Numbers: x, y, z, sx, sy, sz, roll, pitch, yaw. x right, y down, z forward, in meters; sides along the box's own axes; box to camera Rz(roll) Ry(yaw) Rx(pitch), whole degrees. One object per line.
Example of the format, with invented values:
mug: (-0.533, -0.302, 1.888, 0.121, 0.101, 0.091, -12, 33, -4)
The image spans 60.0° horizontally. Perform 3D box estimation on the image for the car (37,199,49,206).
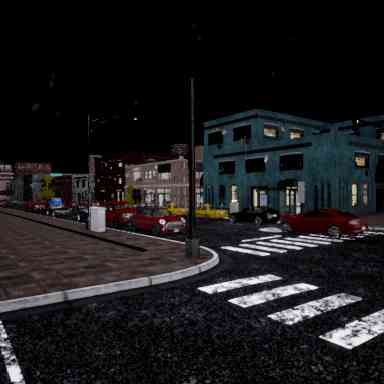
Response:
car: (-35.829, 2.495, 79.898, 1.752, 1.417, 4.829, -1, 0, -37)

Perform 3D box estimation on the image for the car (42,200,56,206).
car: (-32.362, 2.444, 75.218, 1.887, 1.381, 4.507, -1, 0, -37)

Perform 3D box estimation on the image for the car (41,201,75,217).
car: (-15.530, 2.053, 38.472, 2.008, 1.369, 4.403, -1, 0, -37)

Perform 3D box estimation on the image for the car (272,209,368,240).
car: (6.910, 1.621, 17.871, 1.812, 1.442, 4.674, -1, 0, -37)

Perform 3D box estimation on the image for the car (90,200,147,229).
car: (-5.438, 1.616, 24.843, 2.192, 1.841, 5.009, -1, 0, -37)

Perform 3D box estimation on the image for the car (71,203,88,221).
car: (-8.798, 1.919, 29.387, 2.008, 1.369, 4.403, -1, 0, -37)

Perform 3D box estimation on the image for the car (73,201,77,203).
car: (-22.266, 2.279, 61.589, 1.802, 1.307, 4.206, -1, 0, -37)

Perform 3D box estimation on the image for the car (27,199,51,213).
car: (-22.266, 1.952, 47.558, 2.192, 1.841, 5.009, -1, 0, -37)

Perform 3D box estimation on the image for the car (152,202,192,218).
car: (-2.176, 1.821, 34.468, 1.752, 1.417, 4.829, -1, 0, -37)

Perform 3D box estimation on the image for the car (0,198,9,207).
car: (-42.492, 2.357, 74.790, 2.192, 1.841, 5.009, -1, 0, -37)

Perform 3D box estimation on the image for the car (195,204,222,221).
car: (1.190, 1.753, 29.926, 1.752, 1.417, 4.829, -1, 0, -37)

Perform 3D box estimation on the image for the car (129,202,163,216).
car: (-5.439, 1.911, 38.875, 2.008, 1.369, 4.403, -1, 0, -37)

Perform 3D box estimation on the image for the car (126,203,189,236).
car: (-2.069, 1.673, 20.301, 1.967, 1.590, 4.097, -1, 0, -37)

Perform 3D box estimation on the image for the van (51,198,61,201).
van: (-29.002, 2.173, 70.675, 1.690, 1.788, 3.998, -1, 0, -37)

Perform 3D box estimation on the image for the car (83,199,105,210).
car: (-15.539, 2.003, 52.503, 1.967, 1.590, 4.097, -1, 0, -37)

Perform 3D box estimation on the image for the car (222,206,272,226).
car: (4.658, 1.725, 25.246, 1.947, 1.339, 4.313, -1, 0, -37)
